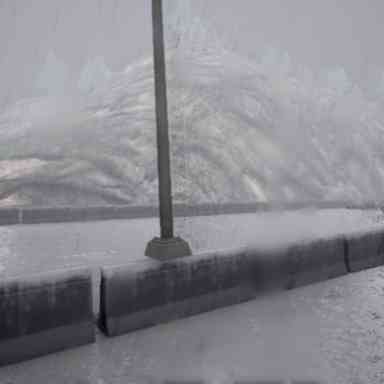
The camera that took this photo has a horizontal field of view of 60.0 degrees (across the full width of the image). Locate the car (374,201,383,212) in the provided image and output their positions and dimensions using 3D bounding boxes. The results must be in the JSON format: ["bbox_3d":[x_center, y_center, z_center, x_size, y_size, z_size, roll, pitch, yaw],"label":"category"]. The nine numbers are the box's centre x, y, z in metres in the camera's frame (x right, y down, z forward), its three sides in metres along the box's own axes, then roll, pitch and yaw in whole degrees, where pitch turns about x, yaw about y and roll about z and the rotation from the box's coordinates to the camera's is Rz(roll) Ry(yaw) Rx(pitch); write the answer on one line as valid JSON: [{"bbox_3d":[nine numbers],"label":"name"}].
[{"bbox_3d":[23.248,1.463,37.734,4.902,1.511,2.128,0,0,-35],"label":"car"}]

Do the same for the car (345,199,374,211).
[{"bbox_3d":[20.688,1.519,40.210,5.357,1.411,2.033,0,0,-35],"label":"car"}]
